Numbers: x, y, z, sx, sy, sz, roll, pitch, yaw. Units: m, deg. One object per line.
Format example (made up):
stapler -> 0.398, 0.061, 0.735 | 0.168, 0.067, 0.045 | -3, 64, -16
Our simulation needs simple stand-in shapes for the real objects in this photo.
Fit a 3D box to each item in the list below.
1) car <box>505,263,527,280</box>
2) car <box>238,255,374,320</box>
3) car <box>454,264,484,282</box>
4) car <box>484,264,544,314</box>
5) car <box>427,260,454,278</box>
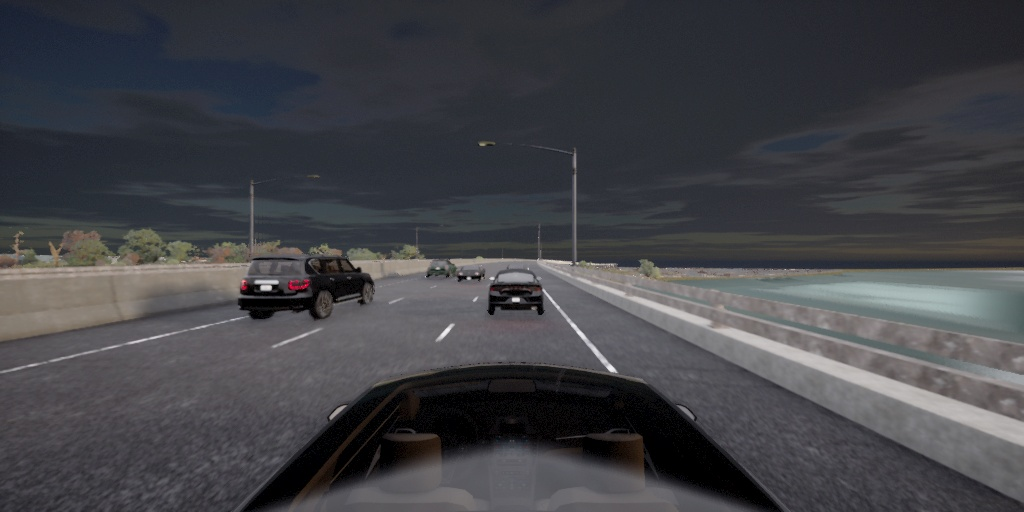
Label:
car -> 0.374, 1.376, 32.530 | 1.895, 1.301, 4.718 | 0, 0, 1
car -> -6.868, 0.975, 12.727 | 2.150, 2.045, 5.566 | 0, 0, 0
car -> -3.186, 1.371, 29.165 | 1.895, 1.301, 4.718 | 0, 0, 1
car -> 0.146, 1.234, 13.871 | 1.882, 1.535, 5.008 | 0, 0, 0
car -> -6.592, 1.127, 34.195 | 2.097, 1.767, 4.553 | 0, 0, 1
